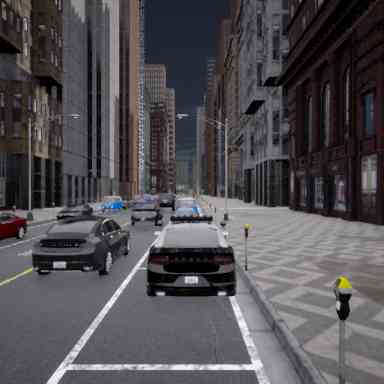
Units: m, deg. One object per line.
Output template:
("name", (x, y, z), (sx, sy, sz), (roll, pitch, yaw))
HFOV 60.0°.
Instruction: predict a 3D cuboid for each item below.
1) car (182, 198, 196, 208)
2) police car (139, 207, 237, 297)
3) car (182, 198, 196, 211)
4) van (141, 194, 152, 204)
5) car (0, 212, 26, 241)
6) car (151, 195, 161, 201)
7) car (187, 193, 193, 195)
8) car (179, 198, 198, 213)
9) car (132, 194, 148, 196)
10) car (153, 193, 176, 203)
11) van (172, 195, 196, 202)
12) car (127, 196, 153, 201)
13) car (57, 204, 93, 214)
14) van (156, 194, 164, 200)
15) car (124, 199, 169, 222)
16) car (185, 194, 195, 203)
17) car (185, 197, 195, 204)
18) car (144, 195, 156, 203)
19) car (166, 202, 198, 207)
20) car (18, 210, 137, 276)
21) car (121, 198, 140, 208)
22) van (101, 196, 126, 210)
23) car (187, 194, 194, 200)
("car", (-0.385, 1.570, 48.280), (2.008, 1.369, 4.403), (0, 0, 0))
("police car", (-0.012, 1.426, 8.760), (1.930, 1.638, 5.238), (0, 0, 0))
("car", (-0.385, 1.541, 42.814), (1.752, 1.417, 4.829), (0, 0, 0))
("van", (-8.911, 1.369, 65.180), (1.690, 1.788, 3.998), (0, 0, 0))
("car", (-8.910, 1.547, 14.449), (1.887, 1.381, 4.507), (0, 0, 0))
("car", (-8.911, 1.478, 82.090), (1.967, 1.590, 4.097), (0, 0, 0))
("car", (-0.386, 1.465, 59.552), (1.967, 1.590, 4.097), (0, 0, 0))
("car", (-0.386, 1.453, 37.008), (1.967, 1.590, 4.097), (0, 0, 0))
("car", (-8.911, 1.337, 53.906), (2.192, 1.841, 5.009), (0, 0, 0))
("car", (-3.060, 1.235, 40.781), (2.150, 2.045, 5.566), (0, 0, 0))
("van", (-0.386, 1.348, 25.735), (1.690, 1.788, 3.998), (0, 0, 0))
("car", (-6.210, 1.563, 40.944), (2.033, 1.411, 5.357), (0, 0, 0))
("car", (-8.910, 1.573, 25.722), (1.947, 1.339, 4.313), (0, 0, 0))
("van", (-8.911, 1.385, 93.363), (1.690, 1.788, 3.998), (0, 0, 0))
("car", (-3.072, 1.498, 23.501), (2.128, 1.511, 4.902), (0, 0, 0))
("car", (-0.386, 1.346, 70.826), (2.192, 1.841, 5.009), (0, 0, 0))
("car", (-0.385, 1.594, 65.189), (1.947, 1.339, 4.313), (0, 0, 0))
("car", (-8.911, 1.471, 70.817), (1.967, 1.590, 4.097), (0, 0, 0))
("car", (-0.385, 1.530, 20.269), (1.752, 1.417, 4.829), (0, 0, 0))
("car", (-3.147, 1.504, 10.334), (1.837, 1.490, 4.892), (0, -1, 0))
("car", (-8.910, 1.585, 48.269), (1.947, 1.339, 4.313), (0, 0, 0))
("van", (-8.911, 1.354, 36.996), (1.690, 1.788, 3.998), (0, 0, 0))
("car", (-0.386, 1.484, 93.370), (1.967, 1.590, 4.097), (0, 0, 0))
